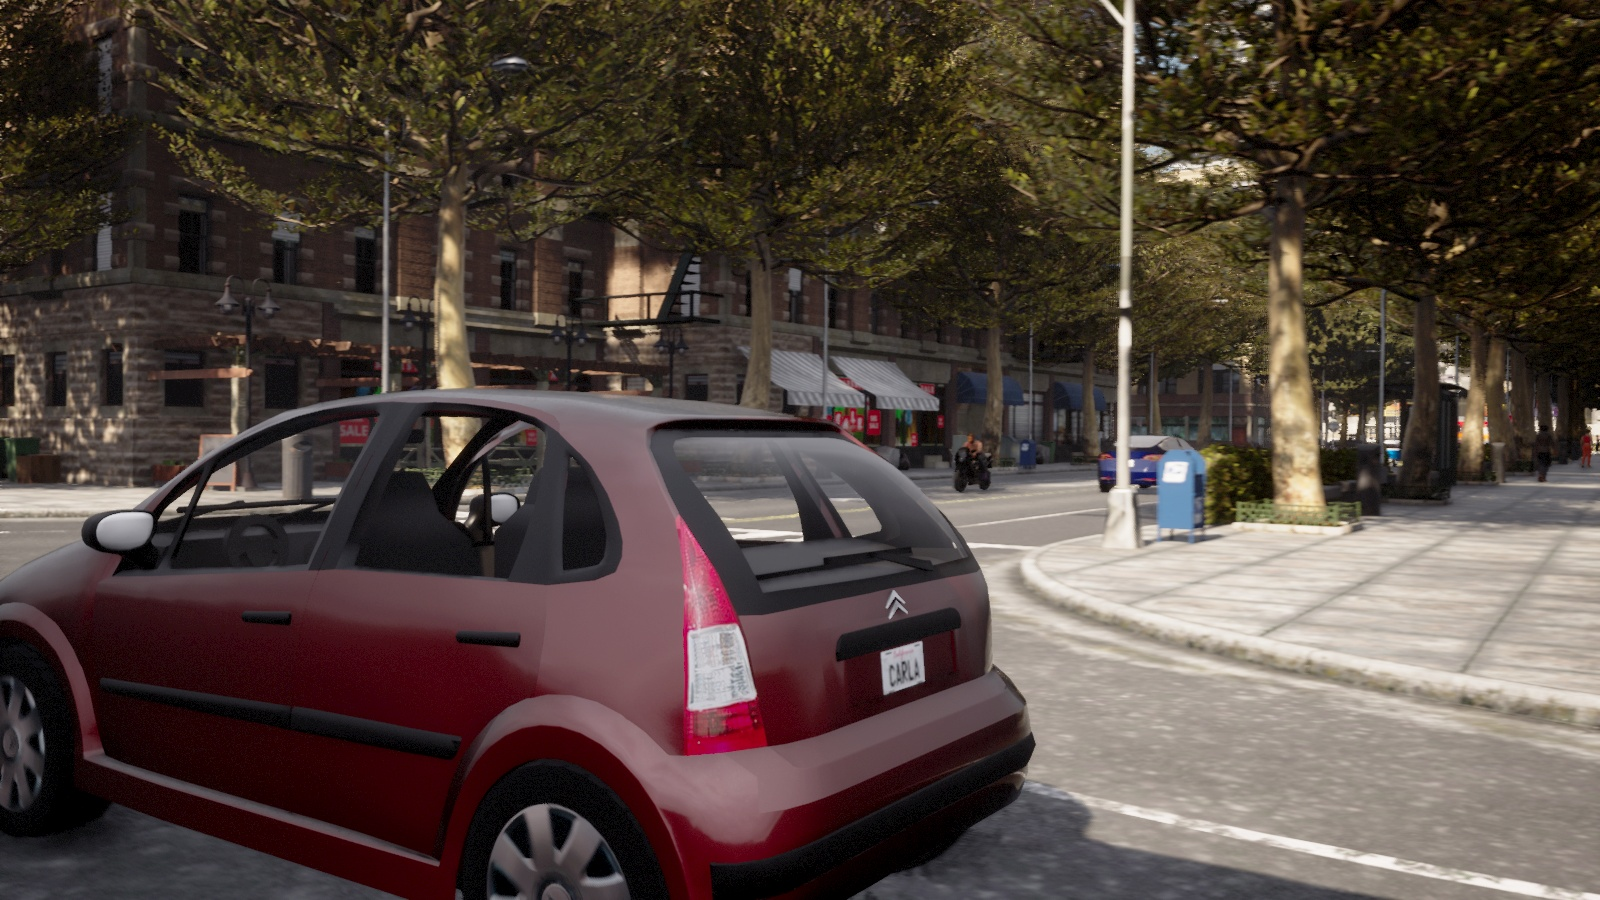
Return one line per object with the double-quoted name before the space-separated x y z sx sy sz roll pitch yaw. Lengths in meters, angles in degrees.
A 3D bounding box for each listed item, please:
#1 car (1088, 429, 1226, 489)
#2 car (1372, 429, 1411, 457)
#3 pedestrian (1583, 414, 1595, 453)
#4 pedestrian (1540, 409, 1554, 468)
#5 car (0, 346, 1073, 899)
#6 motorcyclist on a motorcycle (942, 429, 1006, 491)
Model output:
"car" 9.592 0.186 33.476 2.163 1.488 4.792 0 1 34
"car" 30.518 -0.376 64.766 1.481 1.376 2.207 0 1 34
"pedestrian" 37.603 -0.772 59.840 0.594 1.836 0.345 -1 1 -43
"pedestrian" 23.122 -0.353 38.857 0.328 1.805 0.869 0 1 35
"car" -1.277 0.580 4.466 3.988 1.617 1.851 0 1 34
"motorcyclist on a motorcycle" 4.453 0.234 32.084 0.797 1.523 2.044 0 1 34
